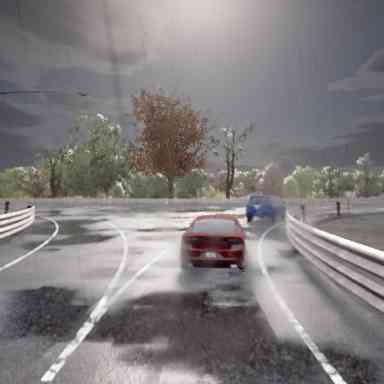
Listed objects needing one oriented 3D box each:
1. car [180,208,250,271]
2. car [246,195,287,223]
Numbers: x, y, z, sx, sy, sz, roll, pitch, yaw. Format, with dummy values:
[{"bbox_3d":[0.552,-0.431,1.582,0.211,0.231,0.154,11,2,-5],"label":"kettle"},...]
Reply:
[{"bbox_3d":[0.842,1.502,11.138,1.882,1.535,5.008,0,0,8],"label":"car"},{"bbox_3d":[6.056,1.279,26.634,2.150,2.045,5.566,0,0,28],"label":"car"}]
